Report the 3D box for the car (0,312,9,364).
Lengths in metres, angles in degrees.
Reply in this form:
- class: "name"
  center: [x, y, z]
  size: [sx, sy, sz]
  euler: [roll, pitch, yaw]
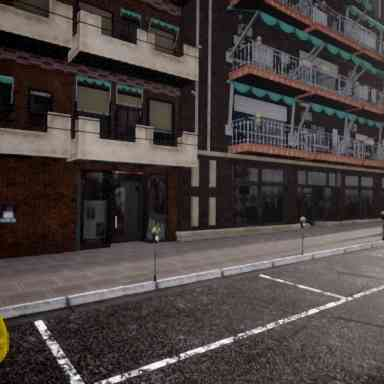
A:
- class: "car"
  center: [-4.407, 1.525, 2.937]
  size: [4.829, 1.417, 1.752]
  euler: [0, 1, -36]
